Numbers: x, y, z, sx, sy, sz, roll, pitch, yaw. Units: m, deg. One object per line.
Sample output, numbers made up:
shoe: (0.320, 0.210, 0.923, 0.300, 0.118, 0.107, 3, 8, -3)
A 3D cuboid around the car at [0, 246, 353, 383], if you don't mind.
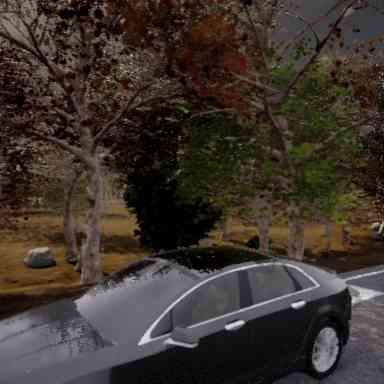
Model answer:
car: (-0.028, 1.506, 3.997, 4.892, 1.490, 1.837, 0, 0, -34)
